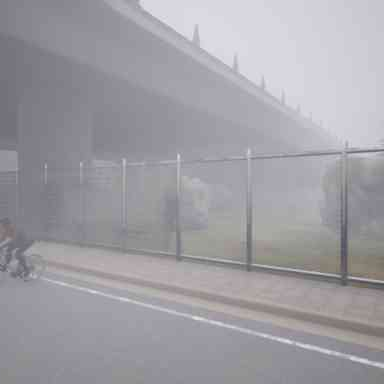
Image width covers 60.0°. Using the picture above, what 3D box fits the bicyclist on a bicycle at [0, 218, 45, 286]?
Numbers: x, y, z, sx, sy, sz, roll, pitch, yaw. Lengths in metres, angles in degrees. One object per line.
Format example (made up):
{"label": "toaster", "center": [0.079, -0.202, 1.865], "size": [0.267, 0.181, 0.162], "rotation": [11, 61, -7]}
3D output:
{"label": "bicyclist on a bicycle", "center": [-4.250, 1.429, 7.864], "size": [0.582, 1.620, 1.656], "rotation": [0, 0, 34]}
